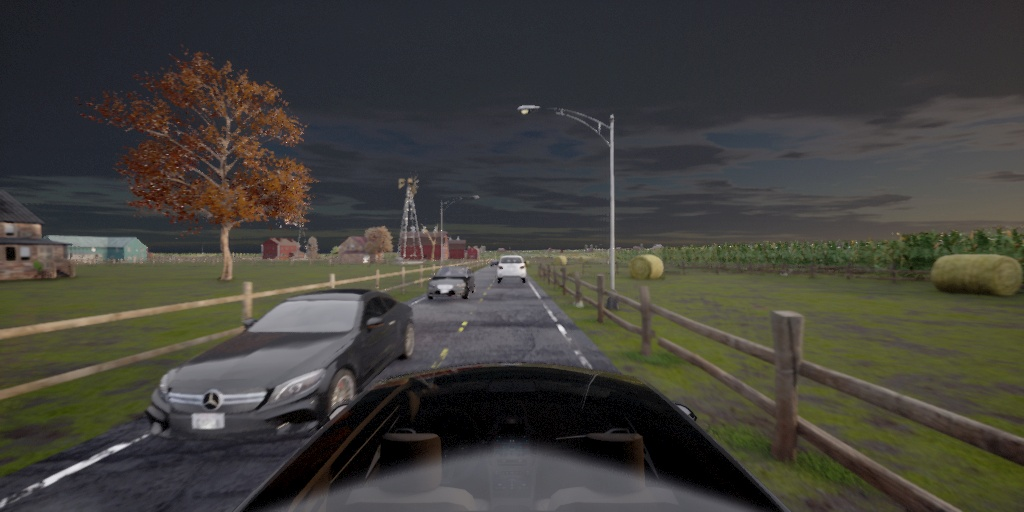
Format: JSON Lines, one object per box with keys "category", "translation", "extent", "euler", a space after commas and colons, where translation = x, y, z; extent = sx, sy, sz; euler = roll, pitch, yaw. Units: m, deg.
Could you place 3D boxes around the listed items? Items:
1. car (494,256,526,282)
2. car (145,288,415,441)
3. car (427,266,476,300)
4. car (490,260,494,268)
{"category": "car", "translation": [-0.027, 0.988, 28.830], "extent": [2.150, 2.045, 5.566], "euler": [0, 0, 0]}
{"category": "car", "translation": [-2.856, 1.282, 5.673], "extent": [1.812, 1.442, 4.674], "euler": [0, 0, -1]}
{"category": "car", "translation": [-2.887, 1.252, 17.846], "extent": [2.128, 1.511, 4.902], "euler": [0, 0, 0]}
{"category": "car", "translation": [-2.975, 1.364, 65.056], "extent": [2.033, 1.411, 5.357], "euler": [0, 0, 0]}
